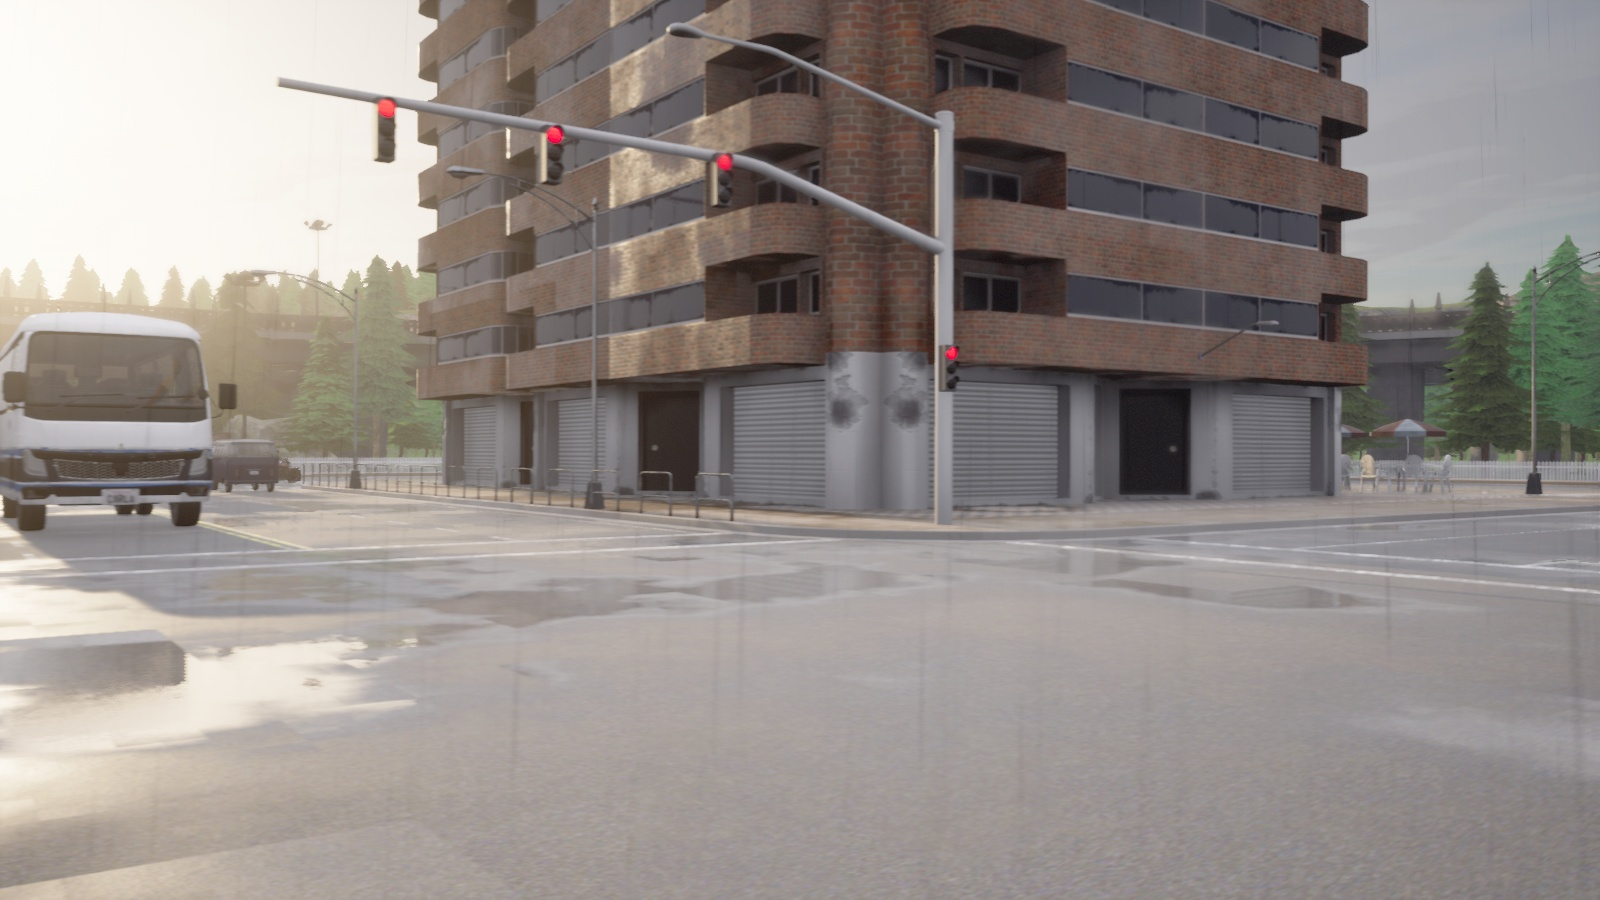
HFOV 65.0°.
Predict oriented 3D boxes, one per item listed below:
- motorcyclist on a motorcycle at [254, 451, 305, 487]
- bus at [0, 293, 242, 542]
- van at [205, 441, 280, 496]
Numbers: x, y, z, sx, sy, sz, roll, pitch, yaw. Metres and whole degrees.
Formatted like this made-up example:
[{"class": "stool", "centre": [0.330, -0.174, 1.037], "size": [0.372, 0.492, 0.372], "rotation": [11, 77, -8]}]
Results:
[{"class": "motorcyclist on a motorcycle", "centre": [-24.360, 0.879, 58.808], "size": [0.766, 1.649, 2.350], "rotation": [2, 1, 22]}, {"class": "bus", "centre": [-15.092, -0.534, 26.727], "size": [3.944, 4.253, 10.273], "rotation": [0, 0, -35]}, {"class": "van", "centre": [-21.103, 0.659, 47.425], "size": [1.775, 1.987, 4.442], "rotation": [0, 0, -35]}]
